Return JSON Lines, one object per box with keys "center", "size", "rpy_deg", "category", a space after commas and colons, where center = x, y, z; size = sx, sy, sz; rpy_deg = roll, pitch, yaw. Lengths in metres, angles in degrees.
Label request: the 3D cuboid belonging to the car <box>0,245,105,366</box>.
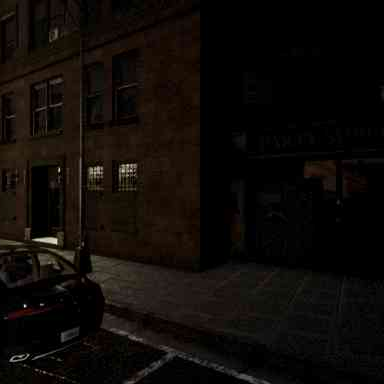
{"center": [-3.298, 1.551, 5.448], "size": [4.403, 1.369, 2.008], "rpy_deg": [0, 0, 36], "category": "car"}
